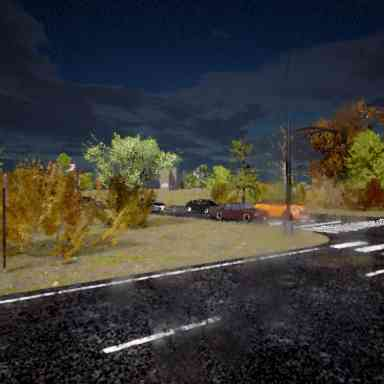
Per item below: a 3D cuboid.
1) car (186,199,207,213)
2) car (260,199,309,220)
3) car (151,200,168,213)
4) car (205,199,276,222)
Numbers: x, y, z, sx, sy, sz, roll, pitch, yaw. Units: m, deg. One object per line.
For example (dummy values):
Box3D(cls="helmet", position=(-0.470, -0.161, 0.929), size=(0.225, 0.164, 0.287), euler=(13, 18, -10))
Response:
Box3D(cls="car", position=(1.282, 1.495, 35.103), size=(1.837, 1.490, 4.892), euler=(0, 1, -38))
Box3D(cls="car", position=(7.303, 1.354, 27.444), size=(2.097, 1.767, 4.553), euler=(0, 0, -38))
Box3D(cls="car", position=(-4.577, 1.497, 37.302), size=(2.128, 1.511, 4.902), euler=(0, 0, -38))
Box3D(cls="car", position=(3.749, 1.567, 26.708), size=(2.033, 1.411, 5.357), euler=(0, 0, -38))
